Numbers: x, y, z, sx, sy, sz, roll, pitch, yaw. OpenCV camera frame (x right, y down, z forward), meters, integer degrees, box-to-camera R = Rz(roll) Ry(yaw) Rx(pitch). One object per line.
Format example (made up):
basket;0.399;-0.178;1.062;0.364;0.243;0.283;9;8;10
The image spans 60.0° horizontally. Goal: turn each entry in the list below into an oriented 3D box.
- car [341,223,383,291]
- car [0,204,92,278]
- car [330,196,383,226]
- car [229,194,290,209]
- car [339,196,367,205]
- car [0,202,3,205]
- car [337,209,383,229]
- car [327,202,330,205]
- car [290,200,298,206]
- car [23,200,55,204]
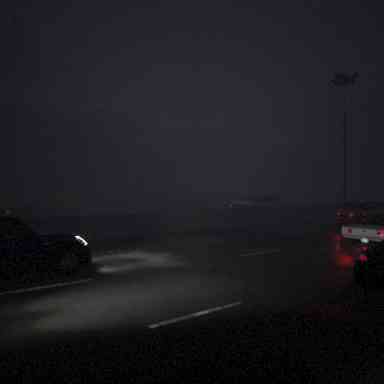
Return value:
car;5.641;1.543;7.775;4.181;1.385;1.994;0;0;-36
car;-5.036;1.350;8.753;4.553;1.767;2.097;0;0;-36
car;10.701;1.305;19.987;4.553;1.767;2.097;0;0;-36
car;5.882;1.172;29.696;5.566;2.045;2.150;0;0;-36
car;28.201;1.415;58.345;5.357;1.411;2.033;0;0;-35
car;-13.554;1.350;20.119;4.553;1.767;2.097;0;0;-36
car;8.454;1.566;14.085;4.718;1.301;1.895;0;0;-36
car;19.996;1.504;44.047;4.718;1.301;1.895;0;0;-35
car;11.124;1.469;42.035;5.357;1.411;2.033;0;0;-35
car;-13.638;1.464;28.663;5.008;1.535;1.882;0;0;-36
